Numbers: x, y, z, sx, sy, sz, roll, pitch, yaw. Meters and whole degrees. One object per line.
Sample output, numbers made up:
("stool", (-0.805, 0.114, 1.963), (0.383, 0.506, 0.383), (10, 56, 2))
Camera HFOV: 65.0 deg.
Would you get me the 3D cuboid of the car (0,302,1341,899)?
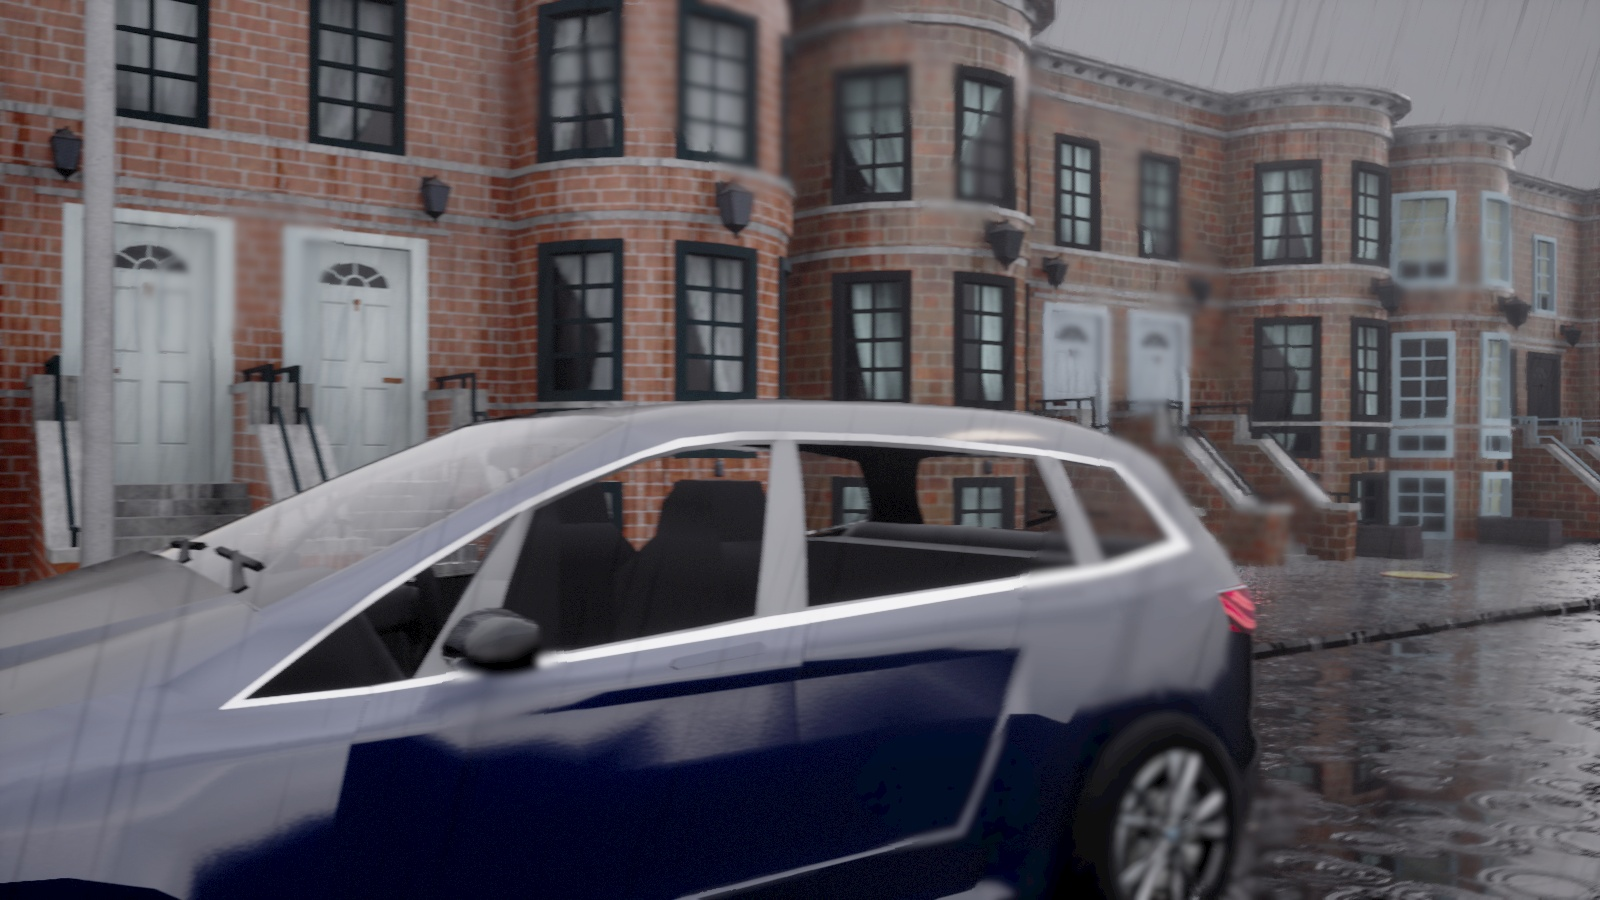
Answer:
("car", (-0.751, 0.602, 3.746), (4.611, 1.667, 2.242), (0, 0, -35))
